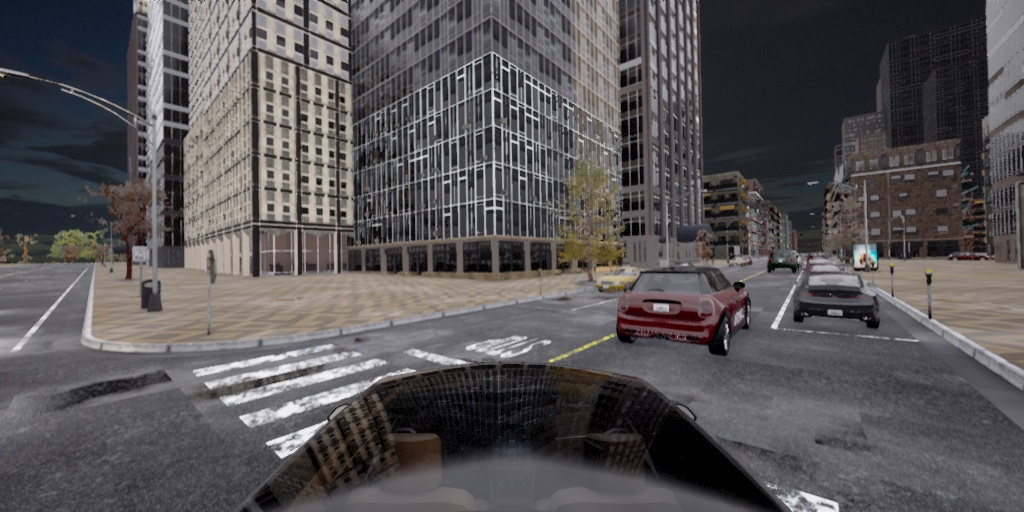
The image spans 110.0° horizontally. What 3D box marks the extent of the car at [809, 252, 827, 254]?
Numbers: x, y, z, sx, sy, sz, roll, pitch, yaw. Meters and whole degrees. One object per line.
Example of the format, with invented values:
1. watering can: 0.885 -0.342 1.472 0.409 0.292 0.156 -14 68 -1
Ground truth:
1. car: 34.231 0.428 40.159 2.192 1.841 5.009 0 0 40

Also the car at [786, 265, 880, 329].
1. car: 9.223 1.107 10.346 2.007 1.370 4.403 0 0 40

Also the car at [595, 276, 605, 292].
1. car: 6.268 1.196 19.860 1.751 1.417 4.829 0 0 40

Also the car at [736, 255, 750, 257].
1. car: 31.278 0.754 49.675 1.751 1.417 4.829 0 0 40

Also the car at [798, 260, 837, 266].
1. car: 16.368 1.012 18.864 1.802 1.307 4.207 0 0 40

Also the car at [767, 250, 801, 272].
1. car: 26.219 0.499 34.715 2.150 2.045 5.566 -2 0 40

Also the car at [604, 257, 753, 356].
1. car: 4.311 1.016 8.705 2.097 1.767 4.553 -2 0 40

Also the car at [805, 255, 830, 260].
1. car: 23.514 0.848 27.382 1.888 1.381 4.507 0 0 40
